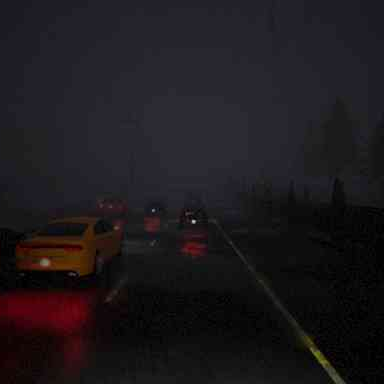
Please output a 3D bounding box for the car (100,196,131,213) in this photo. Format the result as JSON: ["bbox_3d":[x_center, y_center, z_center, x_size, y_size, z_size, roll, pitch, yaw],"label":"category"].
[{"bbox_3d":[-6.900,1.190,30.334,2.097,1.767,4.553,0,2,0],"label":"car"}]

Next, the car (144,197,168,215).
[{"bbox_3d":[-3.400,1.280,31.747,1.837,1.490,4.892,0,2,0],"label":"car"}]

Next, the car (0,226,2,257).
[{"bbox_3d":[-6.899,1.549,10.194,1.812,1.442,4.674,0,0,0],"label":"car"}]

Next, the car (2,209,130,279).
[{"bbox_3d":[-3.400,1.501,10.187,1.882,1.535,5.008,0,0,0],"label":"car"}]

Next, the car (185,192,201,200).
[{"bbox_3d":[0.081,0.707,40.608,1.812,1.442,4.674,0,5,0],"label":"car"}]

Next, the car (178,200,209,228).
[{"bbox_3d":[0.101,1.535,22.530,1.837,1.490,4.892,0,0,0],"label":"car"}]
